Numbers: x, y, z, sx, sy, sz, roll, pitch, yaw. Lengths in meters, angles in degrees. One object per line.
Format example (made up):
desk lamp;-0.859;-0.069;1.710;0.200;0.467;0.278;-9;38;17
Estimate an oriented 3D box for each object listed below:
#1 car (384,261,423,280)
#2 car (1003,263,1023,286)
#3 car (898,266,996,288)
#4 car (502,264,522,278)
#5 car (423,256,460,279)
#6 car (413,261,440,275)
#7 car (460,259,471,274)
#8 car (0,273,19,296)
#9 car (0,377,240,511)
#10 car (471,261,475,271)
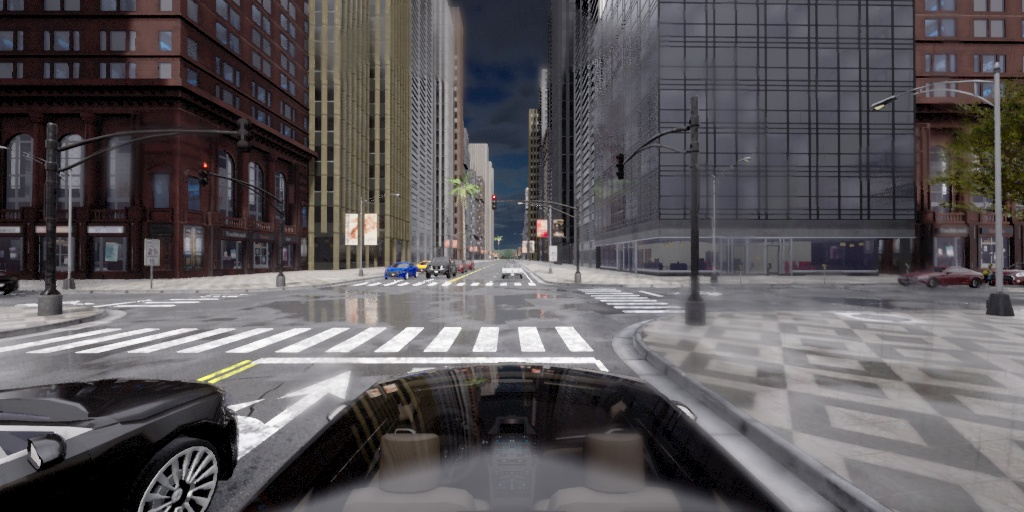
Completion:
car;-9.916;1.289;32.436;1.882;1.535;5.008;0;0;0
car;32.056;1.118;22.178;4.097;1.591;1.967;0;0;-1
car;26.418;1.276;22.078;4.207;1.307;1.802;0;0;-1
car;0.024;1.419;35.097;1.895;1.301;4.718;0;0;0
car;-6.674;1.038;34.333;2.150;2.045;5.566;0;0;0
car;-9.927;1.318;41.942;1.882;1.535;5.008;0;0;0
car;-6.676;1.198;43.584;2.097;1.767;4.553;0;0;0
car;-28.775;1.364;18.462;5.008;1.535;1.882;0;0;0
car;-3.138;1.241;0.968;2.128;1.511;4.902;0;0;-1
car;-6.698;1.362;53.532;1.882;1.535;5.008;0;0;0
